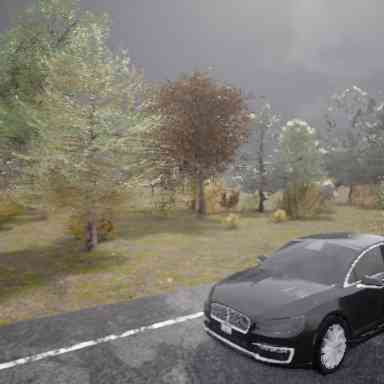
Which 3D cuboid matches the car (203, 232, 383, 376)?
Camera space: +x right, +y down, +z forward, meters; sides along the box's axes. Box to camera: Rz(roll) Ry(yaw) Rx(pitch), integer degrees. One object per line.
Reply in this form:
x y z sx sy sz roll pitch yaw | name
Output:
2.432 1.510 5.668 4.892 1.490 1.837 0 0 -35 | car
